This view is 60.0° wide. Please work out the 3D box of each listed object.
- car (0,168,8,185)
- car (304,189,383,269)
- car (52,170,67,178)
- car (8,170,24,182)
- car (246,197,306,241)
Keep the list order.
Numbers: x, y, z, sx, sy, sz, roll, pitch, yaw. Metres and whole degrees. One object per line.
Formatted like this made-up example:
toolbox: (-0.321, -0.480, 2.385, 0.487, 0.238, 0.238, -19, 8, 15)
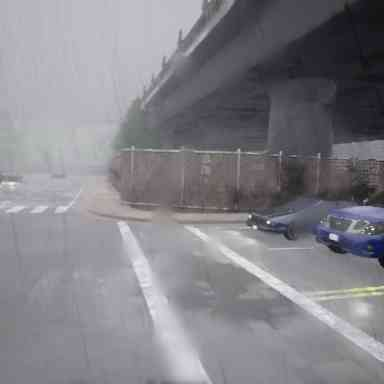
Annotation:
car: (-19.388, -1.565, 31.037, 2.150, 2.045, 5.566, 1, 4, -16)
car: (6.238, 0.836, 9.109, 5.566, 2.045, 2.150, 1, 4, -16)
car: (-23.593, -3.227, 59.357, 1.994, 1.385, 4.181, 1, 4, -13)
car: (-22.039, -1.949, 40.653, 1.994, 1.385, 4.181, 1, 4, -15)
car: (4.779, 0.896, 12.343, 5.357, 1.411, 2.033, 1, 4, -16)
